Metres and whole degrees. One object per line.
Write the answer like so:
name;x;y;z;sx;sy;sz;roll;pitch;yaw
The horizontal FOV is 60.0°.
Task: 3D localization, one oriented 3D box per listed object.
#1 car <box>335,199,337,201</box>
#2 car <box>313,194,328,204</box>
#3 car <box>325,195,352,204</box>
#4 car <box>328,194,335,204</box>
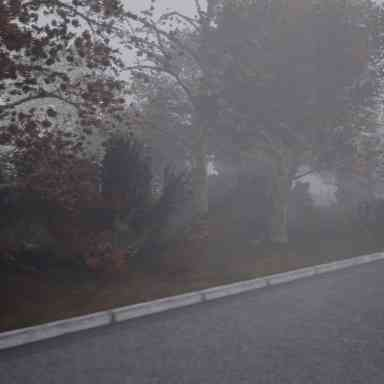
car;32.965;1.992;78.476;2.097;1.535;5.008;0;0;-36
car;26.257;1.780;73.705;2.435;2.045;5.566;0;0;-36
car;35.218;1.730;80.115;2.435;2.045;5.566;0;0;-36
car;28.421;1.765;75.255;2.435;2.045;5.566;0;0;-36
